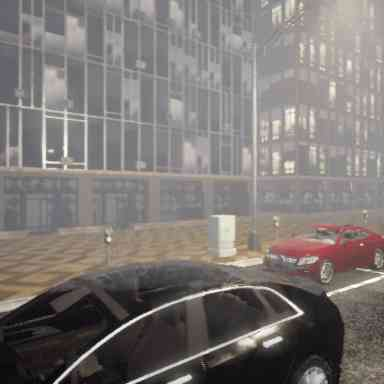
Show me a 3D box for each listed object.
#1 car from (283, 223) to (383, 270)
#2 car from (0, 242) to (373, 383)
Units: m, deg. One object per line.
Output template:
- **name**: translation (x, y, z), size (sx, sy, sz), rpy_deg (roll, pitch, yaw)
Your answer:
- **car**: translation (3.841, 1.546, 9.299), size (4.206, 1.307, 1.802), rpy_deg (0, 0, -36)
- **car**: translation (-0.561, 1.500, 2.981), size (4.892, 1.490, 1.837), rpy_deg (0, 0, -36)
